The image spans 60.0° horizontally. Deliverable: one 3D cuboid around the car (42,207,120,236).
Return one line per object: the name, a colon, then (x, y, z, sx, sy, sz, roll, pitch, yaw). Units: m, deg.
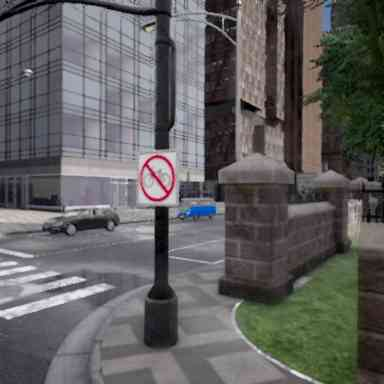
car: (-5.942, 1.530, 18.193, 2.008, 1.369, 4.403, 0, 0, 35)

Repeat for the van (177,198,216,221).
van: (0.413, 1.387, 27.234, 1.690, 1.788, 3.998, 0, 0, 35)
